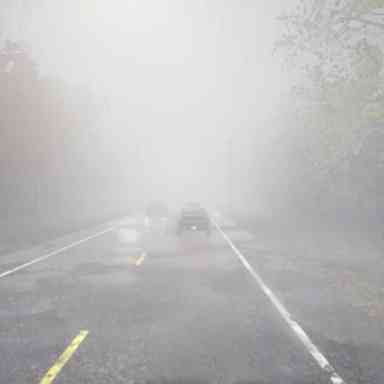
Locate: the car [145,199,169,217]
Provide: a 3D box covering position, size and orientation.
[{"bbox_3d":[-3.580,1.542,34.232,2.097,1.767,4.553,0,0,0],"label":"car"}]

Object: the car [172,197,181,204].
[{"bbox_3d":[-3.497,1.853,74.565,1.812,1.442,4.674,0,0,0],"label":"car"}]

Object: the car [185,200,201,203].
[{"bbox_3d":[0.104,1.712,41.756,1.882,1.535,5.008,0,0,0],"label":"car"}]

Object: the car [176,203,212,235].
[{"bbox_3d":[0.103,1.619,19.809,1.837,1.490,4.892,0,0,0],"label":"car"}]
